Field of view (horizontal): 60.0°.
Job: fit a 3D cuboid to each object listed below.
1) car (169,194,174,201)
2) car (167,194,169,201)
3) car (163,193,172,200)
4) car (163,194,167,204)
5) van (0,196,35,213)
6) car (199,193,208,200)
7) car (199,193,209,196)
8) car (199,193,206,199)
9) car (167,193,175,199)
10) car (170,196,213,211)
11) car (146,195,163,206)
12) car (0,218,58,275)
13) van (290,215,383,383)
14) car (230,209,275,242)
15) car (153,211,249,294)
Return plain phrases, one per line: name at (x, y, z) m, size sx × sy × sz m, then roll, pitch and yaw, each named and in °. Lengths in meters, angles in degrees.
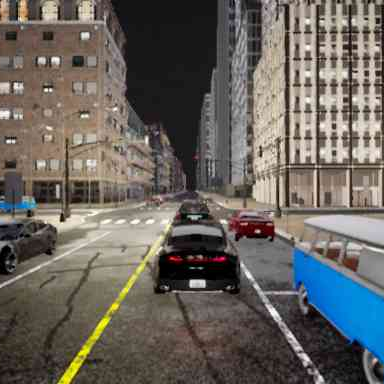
car at (-5.625, 1.220, 70.980) m, size 2.008 × 1.369 × 4.403 m, roll 1°, pitch 0°, yaw 0°
car at (-5.633, 1.310, 59.678) m, size 1.802 × 1.307 × 4.206 m, roll 1°, pitch 0°, yaw 0°
car at (-5.618, 1.079, 76.631) m, size 1.967 × 1.590 × 4.097 m, roll 1°, pitch 0°, yaw 0°
car at (-5.636, 1.198, 54.027) m, size 1.967 × 1.590 × 4.097 m, roll 1°, pitch 0°, yaw 0°
van at (-19.707, 1.368, 37.256) m, size 3.998 × 1.788 × 1.690 m, roll 0°, pitch 0°, yaw 1°
car at (2.766, 1.049, 82.276) m, size 1.967 × 1.590 × 4.097 m, roll 1°, pitch 0°, yaw 0°
car at (2.747, 1.279, 59.670) m, size 2.008 × 1.369 × 4.403 m, roll 1°, pitch 0°, yaw 0°
car at (2.770, 1.104, 88.097) m, size 1.752 × 1.417 × 4.829 m, roll 1°, pitch 0°, yaw 0°
car at (-5.611, 1.105, 87.765) m, size 1.752 × 1.417 × 4.829 m, roll 1°, pitch 0°, yaw 0°
car at (0.085, 1.277, 17.746) m, size 2.097 × 1.767 × 4.553 m, roll 0°, pitch 0°, yaw -1°
car at (-5.643, 1.369, 48.375) m, size 1.802 × 1.307 × 4.206 m, roll 1°, pitch 0°, yaw 0°
car at (-5.673, 1.523, 10.360) m, size 1.947 × 1.339 × 4.313 m, roll 1°, pitch 0°, yaw 0°
van at (2.706, 1.321, 4.770) m, size 1.690 × 1.788 × 3.998 m, roll 1°, pitch 0°, yaw 0°
car at (2.712, 1.478, 15.924) m, size 1.887 × 1.381 × 4.507 m, roll 1°, pitch 0°, yaw 0°
car at (0.108, 1.468, 8.653) m, size 1.837 × 1.490 × 4.892 m, roll 0°, pitch 0°, yaw 0°
